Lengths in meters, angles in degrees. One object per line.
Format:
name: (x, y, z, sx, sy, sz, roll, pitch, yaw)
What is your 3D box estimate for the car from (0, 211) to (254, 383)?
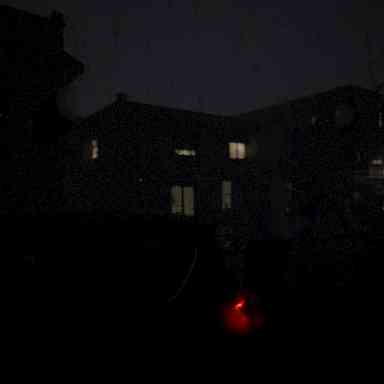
car: (-2.046, 1.222, 2.227, 5.566, 2.045, 2.150, 0, 0, -35)

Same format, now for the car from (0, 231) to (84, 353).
car: (-4.160, 1.526, 4.711, 4.674, 1.442, 1.812, 0, 0, -36)
